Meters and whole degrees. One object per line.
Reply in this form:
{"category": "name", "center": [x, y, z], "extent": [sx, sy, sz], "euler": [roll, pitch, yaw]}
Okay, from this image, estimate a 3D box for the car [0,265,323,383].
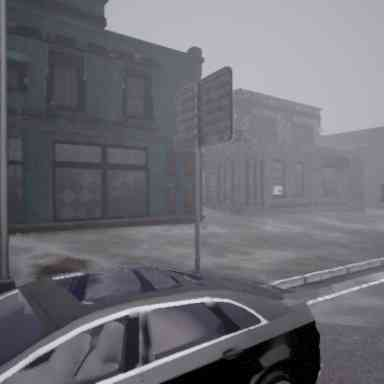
{"category": "car", "center": [-0.953, 1.491, 2.698], "extent": [4.902, 1.511, 2.128], "euler": [0, 0, -35]}
